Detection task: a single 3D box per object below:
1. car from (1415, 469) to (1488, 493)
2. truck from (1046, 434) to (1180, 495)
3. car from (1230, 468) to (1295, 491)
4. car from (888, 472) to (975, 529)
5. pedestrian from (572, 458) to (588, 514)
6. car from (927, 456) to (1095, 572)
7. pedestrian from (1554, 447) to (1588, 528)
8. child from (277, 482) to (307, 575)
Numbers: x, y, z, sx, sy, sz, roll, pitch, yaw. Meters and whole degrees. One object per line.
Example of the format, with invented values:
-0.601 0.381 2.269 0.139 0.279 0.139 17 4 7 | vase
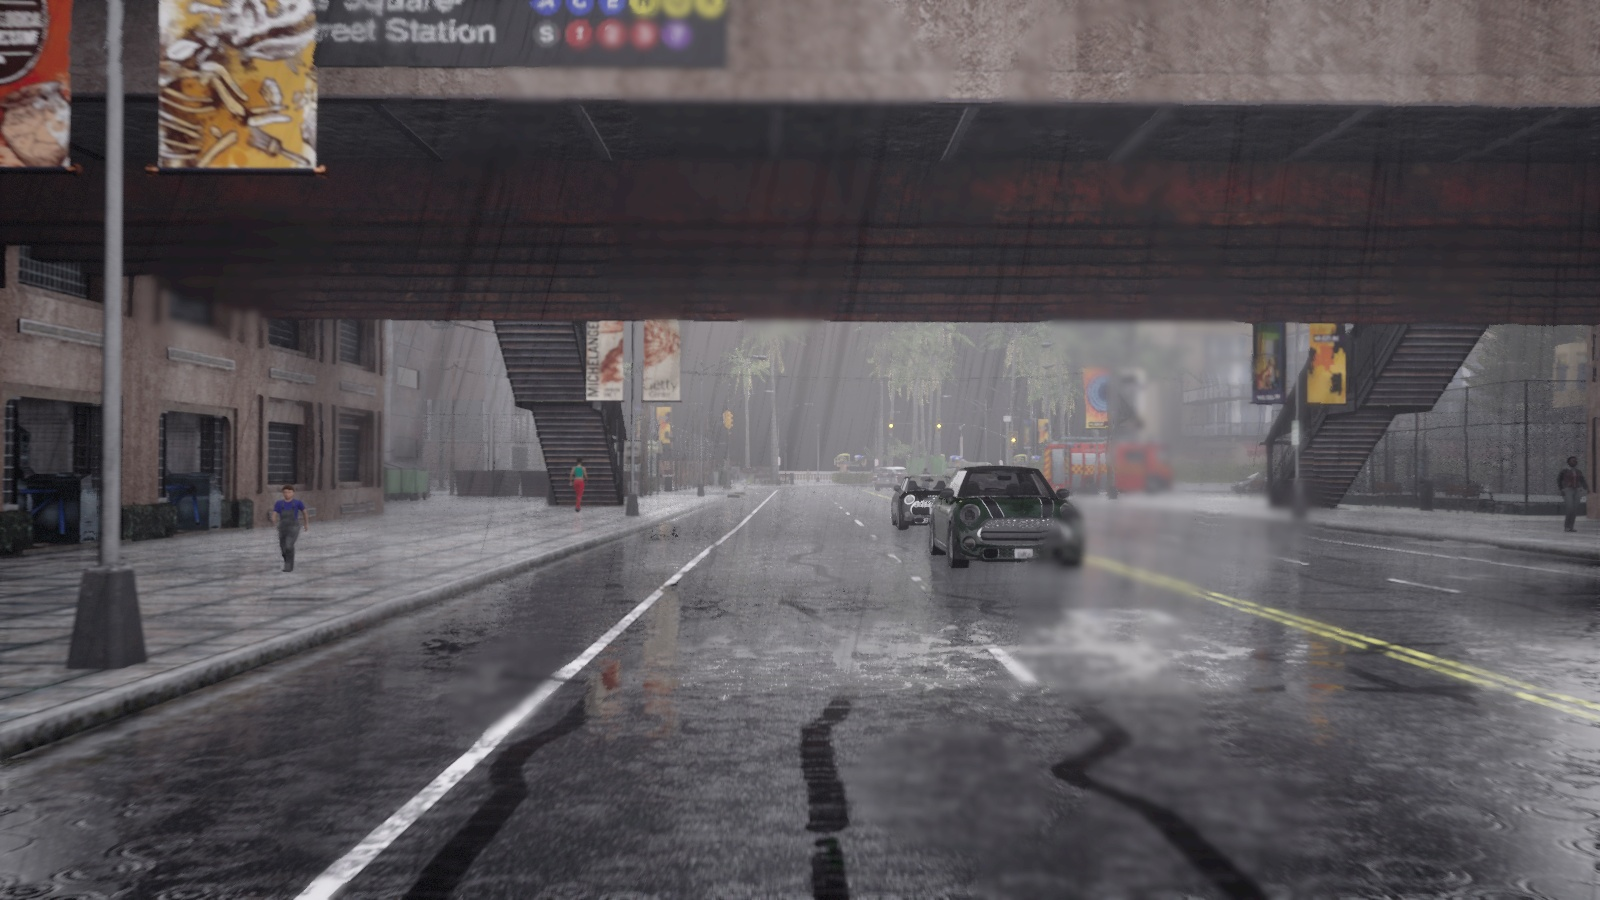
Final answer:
41.383 1.964 79.832 3.705 1.549 1.789 0 -1 -1 | car
20.328 0.934 81.545 8.468 3.827 2.891 0 -1 -25 | truck
33.206 2.091 90.243 3.988 1.617 1.851 0 -1 -1 | car
3.544 1.342 34.416 1.970 1.475 3.806 0 -1 0 | car
-7.390 1.207 42.156 0.345 1.836 0.594 0 -1 12 | pedestrian
3.459 1.019 21.494 2.097 1.767 4.553 0 -1 0 | car
18.636 0.905 30.369 0.402 1.930 0.666 0 -1 3 | pedestrian
-7.005 1.069 17.321 0.270 1.263 0.437 0 -1 -5 | child
